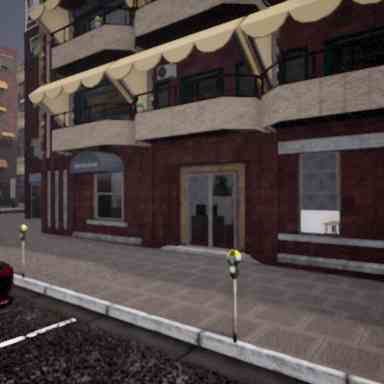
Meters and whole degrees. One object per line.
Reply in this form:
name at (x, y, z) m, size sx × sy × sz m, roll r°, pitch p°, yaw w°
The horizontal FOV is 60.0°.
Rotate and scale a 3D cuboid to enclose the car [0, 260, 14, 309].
car at (-5.108, 1.517, 6.395) m, size 4.313 × 1.339 × 1.947 m, roll 0°, pitch 0°, yaw 36°
